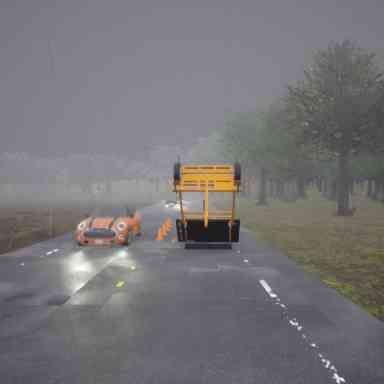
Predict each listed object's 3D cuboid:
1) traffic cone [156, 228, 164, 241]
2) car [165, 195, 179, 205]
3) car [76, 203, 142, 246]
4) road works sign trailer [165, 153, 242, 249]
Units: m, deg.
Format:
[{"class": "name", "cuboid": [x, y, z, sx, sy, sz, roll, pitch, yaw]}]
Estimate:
[{"class": "traffic cone", "cuboid": [-1.467, 1.942, 15.334, 0.340, 0.580, 0.340, 0, 0, 0]}, {"class": "car", "cuboid": [-3.503, 1.429, 57.341, 1.837, 1.490, 4.892, 0, 0, 0]}, {"class": "car", "cuboid": [-3.581, 1.339, 15.069, 2.097, 1.767, 4.553, 0, 0, 0]}, {"class": "road works sign trailer", "cuboid": [0.548, 0.920, 11.782, 2.380, 3.560, 2.880, 0, 45, 4]}]
